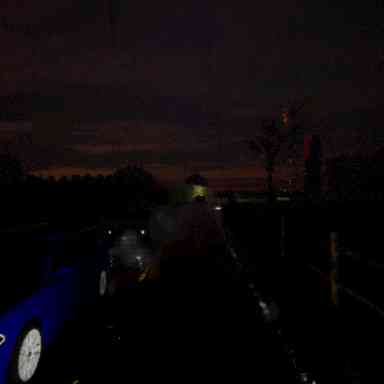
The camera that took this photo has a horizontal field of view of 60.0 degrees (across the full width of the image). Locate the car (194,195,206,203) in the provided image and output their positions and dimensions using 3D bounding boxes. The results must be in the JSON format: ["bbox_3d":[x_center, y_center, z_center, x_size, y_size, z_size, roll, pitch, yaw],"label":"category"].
[{"bbox_3d":[1.542,1.385,64.813,1.882,1.535,5.008,0,0,8],"label":"car"}]

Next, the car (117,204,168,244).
[{"bbox_3d":[-2.583,1.528,16.025,2.033,1.411,5.357,0,0,2],"label":"car"}]

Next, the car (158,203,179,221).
[{"bbox_3d":[-2.112,1.531,26.290,1.994,1.385,4.181,0,0,3],"label":"car"}]

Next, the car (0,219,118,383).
[{"bbox_3d":[-2.788,1.471,5.497,1.882,1.535,5.008,0,0,0],"label":"car"}]
